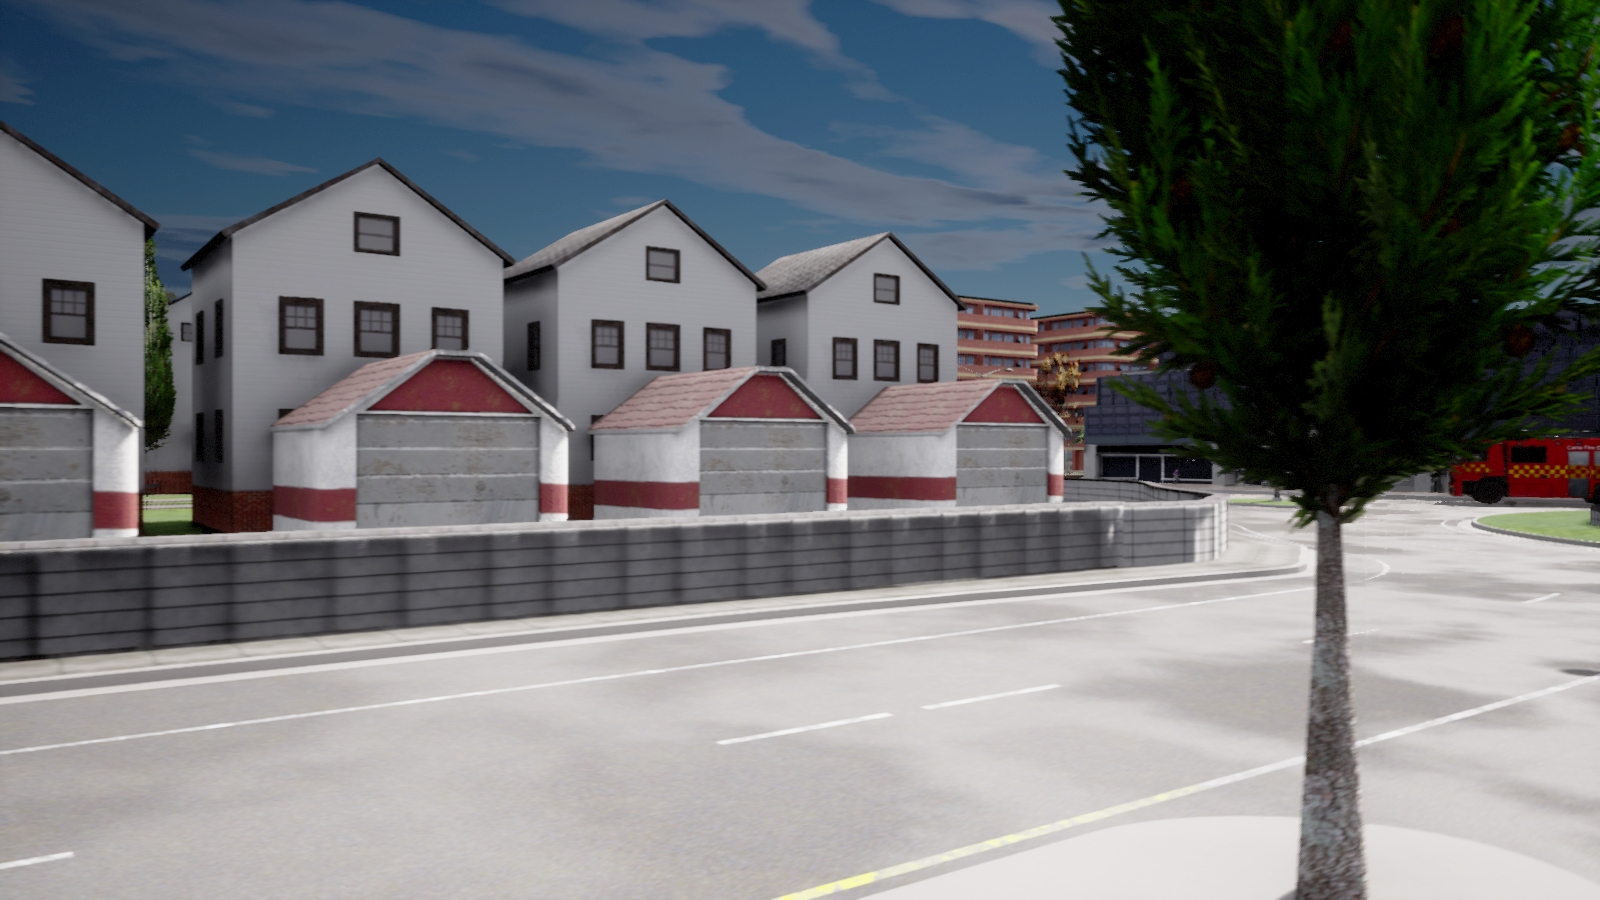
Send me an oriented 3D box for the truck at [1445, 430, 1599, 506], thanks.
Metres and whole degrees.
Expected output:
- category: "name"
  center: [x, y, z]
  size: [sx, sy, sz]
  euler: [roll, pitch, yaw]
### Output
- category: "truck"
  center: [38.479, 0.891, 59.330]
  size: [8.468, 3.827, 2.891]
  euler: [0, 0, 24]
